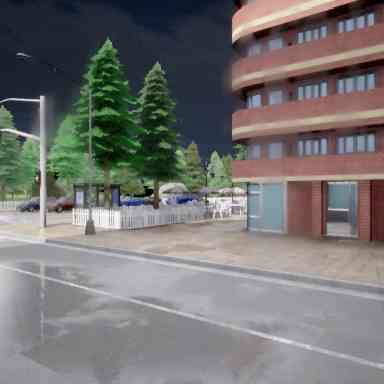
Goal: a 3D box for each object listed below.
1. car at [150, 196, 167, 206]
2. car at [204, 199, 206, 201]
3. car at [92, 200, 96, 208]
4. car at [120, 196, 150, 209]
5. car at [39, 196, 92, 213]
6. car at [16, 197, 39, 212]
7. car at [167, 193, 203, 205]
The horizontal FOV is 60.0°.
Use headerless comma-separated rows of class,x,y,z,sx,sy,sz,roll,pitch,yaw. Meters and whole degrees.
car,-6.673,1.449,51.037,1.837,1.490,4.892,0,0,41
car,0.474,1.508,57.901,4.181,1.385,1.994,0,0,-37
car,-12.095,1.508,44.222,1.994,1.385,4.181,0,0,35
car,-8.237,1.422,43.557,1.882,1.535,5.008,0,0,37
car,-13.645,1.296,36.113,2.097,1.767,4.553,0,0,36
car,-17.130,1.296,37.251,2.097,1.767,4.553,0,0,35
car,-1.415,1.166,51.748,5.566,2.045,2.150,0,0,-44
